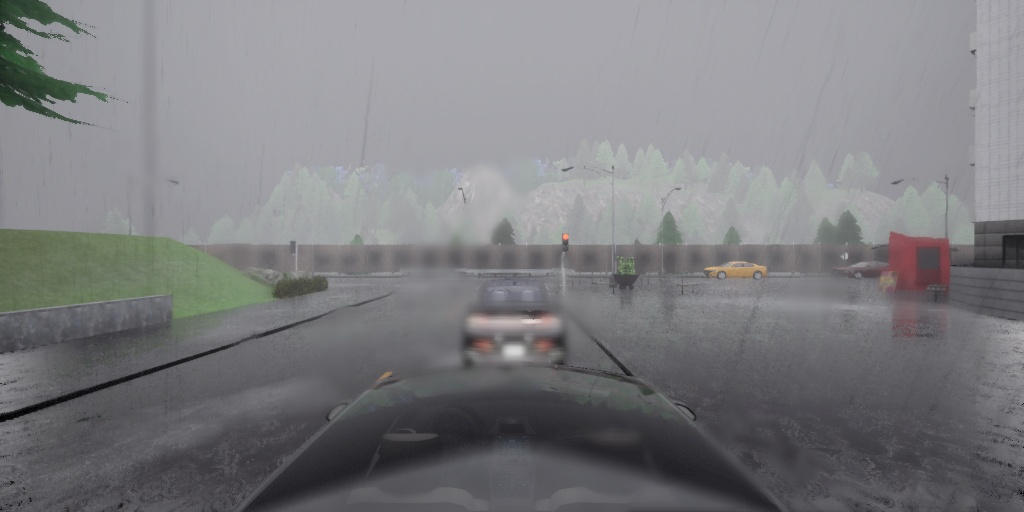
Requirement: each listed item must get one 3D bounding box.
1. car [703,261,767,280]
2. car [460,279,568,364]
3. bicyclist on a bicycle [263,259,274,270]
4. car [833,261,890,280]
[{"bbox_3d":[19.350,1.228,31.221,5.008,1.535,1.882,0,0,0],"label":"car"},{"bbox_3d":[0.053,1.241,7.923,2.128,1.511,4.902,0,0,0],"label":"car"},{"bbox_3d":[-24.027,1.099,35.400,0.582,1.620,1.656,0,0,0],"label":"bicyclist on a bicycle"},{"bbox_3d":[30.884,1.228,31.222,5.008,1.535,1.882,0,0,0],"label":"car"}]
